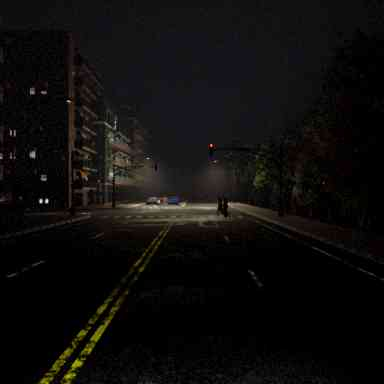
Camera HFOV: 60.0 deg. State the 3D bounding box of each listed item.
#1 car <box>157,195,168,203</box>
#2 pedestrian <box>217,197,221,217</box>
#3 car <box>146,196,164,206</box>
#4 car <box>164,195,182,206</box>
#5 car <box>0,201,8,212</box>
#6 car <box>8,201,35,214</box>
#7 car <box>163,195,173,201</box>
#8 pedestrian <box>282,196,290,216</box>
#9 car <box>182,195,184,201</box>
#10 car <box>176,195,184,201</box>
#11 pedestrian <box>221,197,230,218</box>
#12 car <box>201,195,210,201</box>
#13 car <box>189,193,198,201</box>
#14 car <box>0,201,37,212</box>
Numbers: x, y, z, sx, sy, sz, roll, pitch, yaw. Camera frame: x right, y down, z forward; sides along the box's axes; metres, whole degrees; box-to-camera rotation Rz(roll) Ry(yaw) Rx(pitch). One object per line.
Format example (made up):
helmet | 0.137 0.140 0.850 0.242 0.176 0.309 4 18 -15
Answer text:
car | -6.286 1.511 70.734 1.882 1.535 5.008 0 0 0
pedestrian | 2.516 1.301 29.379 0.375 1.860 0.375 0 0 0
car | -6.422 1.568 55.578 2.033 1.411 5.357 0 0 0
car | -3.171 1.499 55.893 1.882 1.535 5.008 0 0 0
car | -22.567 1.595 34.623 5.009 1.841 2.192 -1 1 -1
car | -20.893 1.748 37.389 4.902 1.511 2.128 -1 0 -1
car | -6.240 1.551 86.049 2.128 1.511 4.902 0 0 0
pedestrian | 8.055 1.149 28.762 0.375 1.860 0.375 0 0 0
car | -3.036 1.558 70.869 2.128 1.511 4.902 0 0 0
car | -2.990 1.540 86.097 1.837 1.490 4.892 0 0 0
pedestrian | 2.871 1.301 28.081 0.375 1.860 0.375 0 0 0
car | 3.509 1.540 85.574 1.837 1.490 4.892 0 0 0
car | 0.258 1.266 85.615 2.150 2.045 5.566 0 0 0
car | -22.659 1.856 43.273 4.206 1.307 1.802 -1 1 -1
